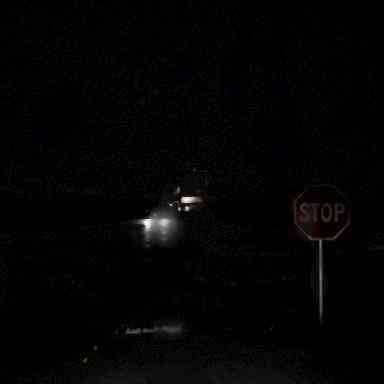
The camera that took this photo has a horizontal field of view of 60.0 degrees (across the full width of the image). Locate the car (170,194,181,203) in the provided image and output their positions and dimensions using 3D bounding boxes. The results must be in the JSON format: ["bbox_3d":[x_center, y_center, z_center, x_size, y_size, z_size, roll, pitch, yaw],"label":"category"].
[{"bbox_3d":[-2.652,1.008,51.762,1.895,1.301,4.718,0,1,0],"label":"car"}]

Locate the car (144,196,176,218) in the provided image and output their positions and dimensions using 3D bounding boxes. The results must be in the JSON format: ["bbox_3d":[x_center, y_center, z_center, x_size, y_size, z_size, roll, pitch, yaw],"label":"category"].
[{"bbox_3d":[-2.698,1.304,27.224,2.033,1.411,5.357,0,1,0],"label":"car"}]
